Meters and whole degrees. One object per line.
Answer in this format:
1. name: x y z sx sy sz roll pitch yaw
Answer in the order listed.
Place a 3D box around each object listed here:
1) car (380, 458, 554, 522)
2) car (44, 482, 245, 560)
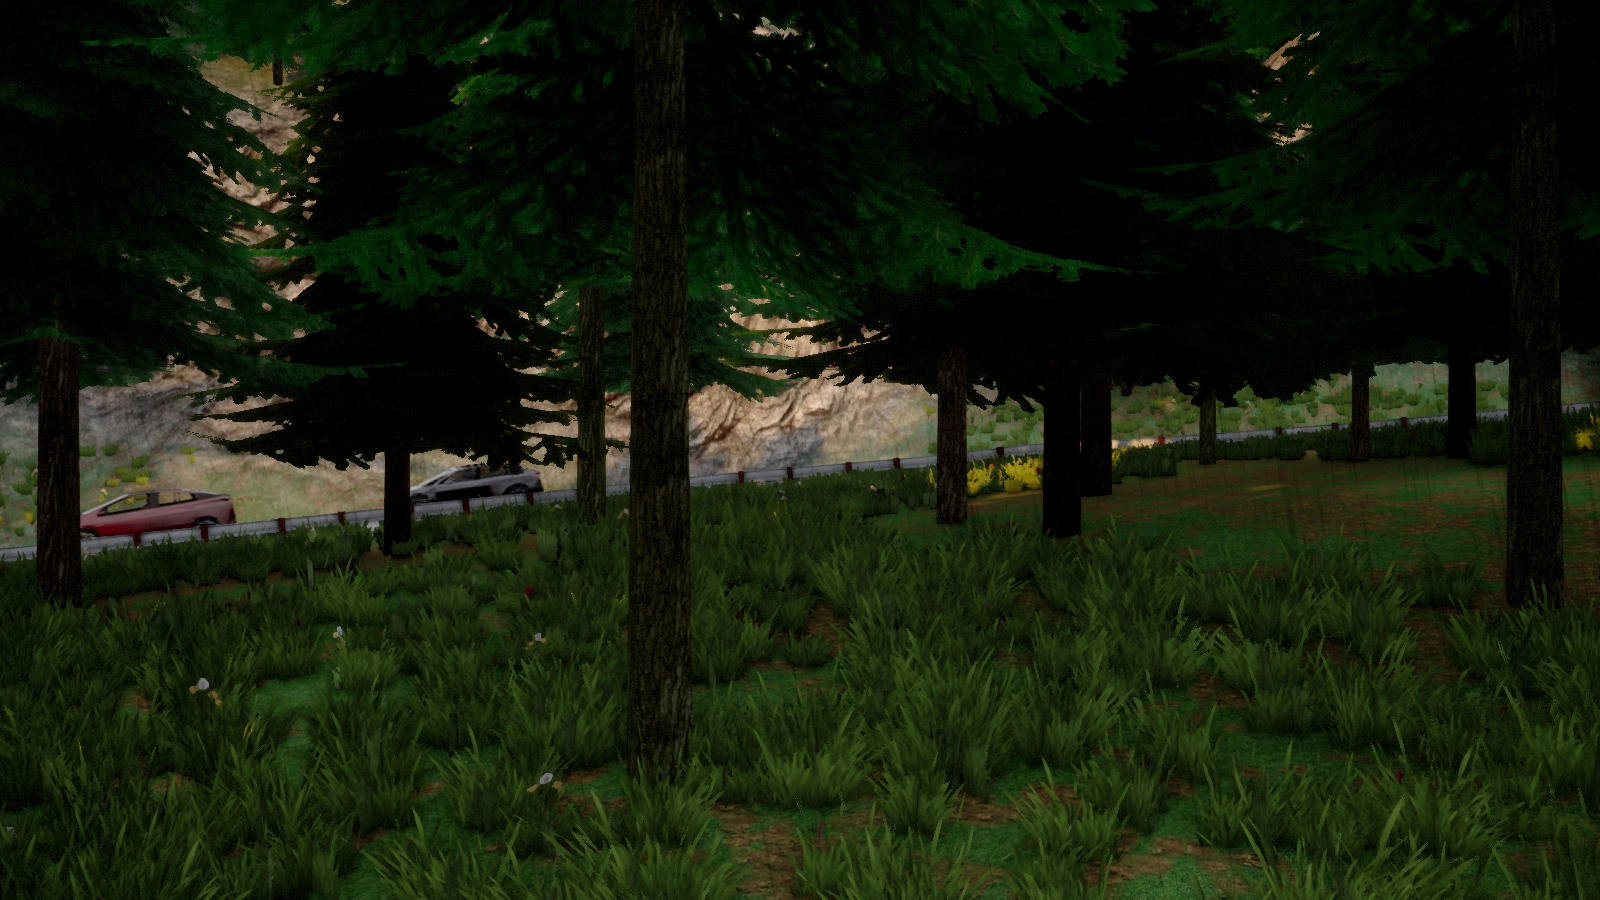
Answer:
1. car: -10.391 1.200 35.723 4.792 1.488 2.163 -5 3 -29
2. car: -17.811 1.856 31.122 4.514 1.525 2.007 -5 3 -33
